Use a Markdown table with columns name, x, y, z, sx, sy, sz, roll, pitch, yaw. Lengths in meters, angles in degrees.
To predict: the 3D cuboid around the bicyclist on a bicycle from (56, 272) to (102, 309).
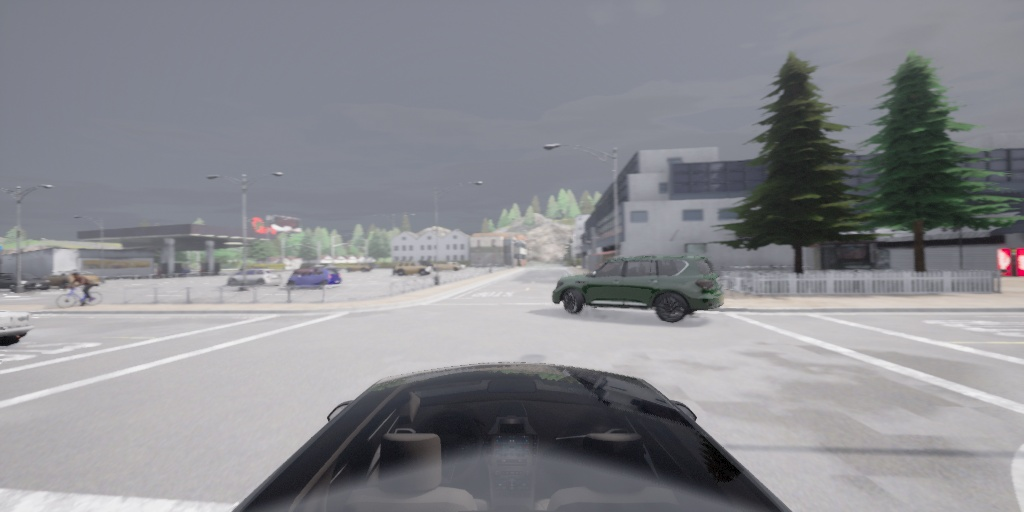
| name | x | y | z | sx | sy | sz | roll | pitch | yaw |
| --- | --- | --- | --- | --- | --- | --- | --- | --- | --- |
| bicyclist on a bicycle | -20.088 | 1.581 | 16.676 | 0.582 | 1.620 | 1.656 | -1 | 0 | 6 |

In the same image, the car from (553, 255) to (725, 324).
| name | x | y | z | sx | sy | sz | roll | pitch | yaw |
| --- | --- | --- | --- | --- | --- | --- | --- | --- | --- |
| car | 4.129 | 1.019 | 12.421 | 5.566 | 2.045 | 2.150 | -2 | 0 | 38 |

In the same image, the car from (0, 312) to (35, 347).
| name | x | y | z | sx | sy | sz | roll | pitch | yaw |
| --- | --- | --- | --- | --- | --- | --- | --- | --- | --- |
| car | -14.593 | 1.694 | 8.588 | 4.718 | 1.301 | 1.895 | -1 | -1 | 6 |
